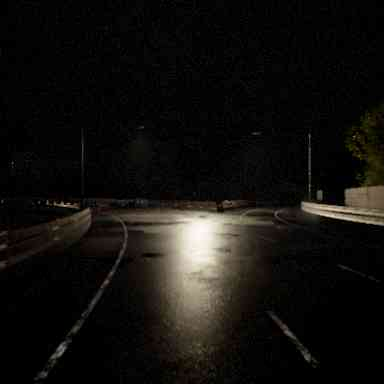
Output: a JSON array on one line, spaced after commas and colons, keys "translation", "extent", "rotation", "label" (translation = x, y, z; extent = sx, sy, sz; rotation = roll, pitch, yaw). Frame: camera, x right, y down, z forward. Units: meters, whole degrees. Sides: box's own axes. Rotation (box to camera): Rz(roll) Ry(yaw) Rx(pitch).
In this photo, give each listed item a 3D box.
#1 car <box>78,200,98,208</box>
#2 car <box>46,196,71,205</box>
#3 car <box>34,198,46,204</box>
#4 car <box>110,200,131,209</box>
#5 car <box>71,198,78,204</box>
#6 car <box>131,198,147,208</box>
[{"translation": [-17.735, 2.026, 57.496], "extent": [1.812, 1.442, 4.674], "rotation": [0, -1, -34], "label": "car"}, {"translation": [-31.946, 1.937, 79.527], "extent": [5.566, 2.045, 2.150], "rotation": [-1, -1, 42], "label": "car"}, {"translation": [-35.563, 2.189, 78.098], "extent": [5.008, 1.535, 1.882], "rotation": [-1, -1, 39], "label": "car"}, {"translation": [-12.241, 2.032, 55.333], "extent": [1.994, 1.385, 4.181], "rotation": [0, -1, -31], "label": "car"}, {"translation": [-28.980, 2.272, 81.539], "extent": [4.181, 1.385, 1.994], "rotation": [-1, -1, 42], "label": "car"}, {"translation": [-9.412, 1.828, 57.366], "extent": [2.097, 1.767, 4.553], "rotation": [0, 0, -31], "label": "car"}]
